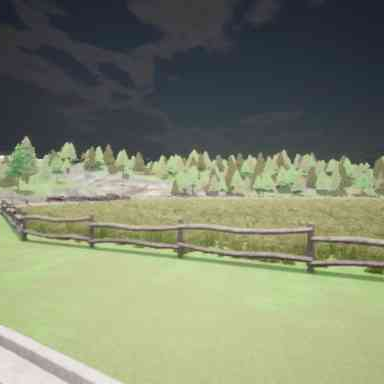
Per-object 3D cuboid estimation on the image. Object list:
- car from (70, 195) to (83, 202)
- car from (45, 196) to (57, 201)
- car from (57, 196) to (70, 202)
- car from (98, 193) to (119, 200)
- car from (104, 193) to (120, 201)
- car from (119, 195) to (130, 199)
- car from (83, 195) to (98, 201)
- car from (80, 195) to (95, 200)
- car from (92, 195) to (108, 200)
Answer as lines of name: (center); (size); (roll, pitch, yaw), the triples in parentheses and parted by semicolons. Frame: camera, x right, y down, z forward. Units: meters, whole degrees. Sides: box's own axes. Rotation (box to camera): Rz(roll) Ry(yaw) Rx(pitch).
car: (-26.747, 1.484, 80.447); (2.097, 1.767, 4.553); (0, 0, 10)
car: (-33.728, 1.610, 81.185); (1.882, 1.535, 5.008); (0, 0, 10)
car: (-30.210, 1.693, 80.968); (1.994, 1.385, 4.181); (0, 0, 10)
car: (-19.863, 1.621, 79.178); (1.837, 1.490, 4.892); (0, 0, 10)
car: (-21.525, 1.214, 89.584); (2.150, 2.045, 5.566); (0, 0, 10)
car: (-18.087, 1.538, 88.926); (1.994, 1.385, 4.181); (0, 0, 10)
car: (-23.398, 1.600, 79.303); (1.882, 1.535, 5.008); (0, 0, 10)
car: (-28.411, 1.590, 90.838); (1.895, 1.301, 4.718); (0, 0, 10)
car: (-24.973, 1.532, 90.181); (2.033, 1.411, 5.357); (0, 0, 10)
